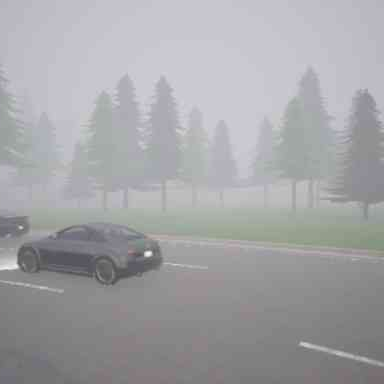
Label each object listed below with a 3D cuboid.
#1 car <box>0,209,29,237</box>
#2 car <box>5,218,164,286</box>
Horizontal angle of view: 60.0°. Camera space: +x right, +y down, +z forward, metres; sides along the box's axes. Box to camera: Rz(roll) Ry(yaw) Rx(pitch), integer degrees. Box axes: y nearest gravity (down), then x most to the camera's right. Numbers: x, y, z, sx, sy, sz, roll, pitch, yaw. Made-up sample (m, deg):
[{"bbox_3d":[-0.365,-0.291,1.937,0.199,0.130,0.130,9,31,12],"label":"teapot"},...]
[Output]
[{"bbox_3d":[-10.214,1.479,15.807,5.008,1.535,1.882,0,0,14],"label":"car"},{"bbox_3d":[-2.898,1.551,9.368,4.181,1.385,1.994,0,0,27],"label":"car"}]
